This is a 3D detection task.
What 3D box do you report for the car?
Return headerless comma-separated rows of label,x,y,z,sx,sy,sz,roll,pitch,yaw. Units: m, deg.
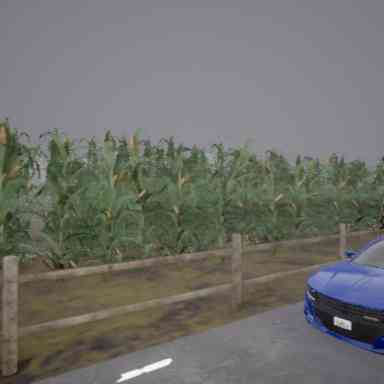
car,4.061,1.489,5.886,5.008,1.535,1.882,0,0,-35
